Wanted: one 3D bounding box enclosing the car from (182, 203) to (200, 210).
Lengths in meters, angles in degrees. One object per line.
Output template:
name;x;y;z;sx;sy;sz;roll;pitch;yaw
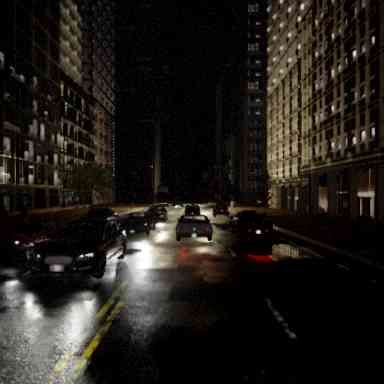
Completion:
car;0.083;2.224;41.175;1.895;1.301;4.718;0;-1;0

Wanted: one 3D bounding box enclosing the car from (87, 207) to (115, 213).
car;-6.543;1.865;23.727;1.837;1.490;4.892;0;-1;1

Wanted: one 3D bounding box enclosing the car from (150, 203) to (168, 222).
car;-3.240;2.022;31.245;2.033;1.411;5.357;0;-1;0

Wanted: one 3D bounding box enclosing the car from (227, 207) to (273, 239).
car;3.357;1.799;19.224;1.837;1.490;4.892;0;-1;0

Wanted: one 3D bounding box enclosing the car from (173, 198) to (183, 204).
car;-3.225;2.282;77.259;2.150;2.045;5.566;0;-1;0

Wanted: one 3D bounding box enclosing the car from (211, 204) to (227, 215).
car;3.320;2.138;38.898;2.033;1.411;5.357;0;-1;1

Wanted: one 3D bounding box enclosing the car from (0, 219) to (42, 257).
car;-6.592;1.803;13.310;1.895;1.301;4.718;0;-1;0

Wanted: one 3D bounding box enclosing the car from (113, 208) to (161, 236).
car;-3.312;1.917;20.756;1.895;1.301;4.718;0;-1;0

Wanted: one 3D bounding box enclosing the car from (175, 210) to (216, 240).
car;0.107;1.885;18.621;1.895;1.301;4.718;0;-1;0

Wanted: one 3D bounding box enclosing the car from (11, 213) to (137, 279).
car;-3.343;1.654;10.678;2.128;1.511;4.902;0;-1;0

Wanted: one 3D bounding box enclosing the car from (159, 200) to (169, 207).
car;-6.475;2.651;77.255;1.895;1.301;4.718;0;-1;0
